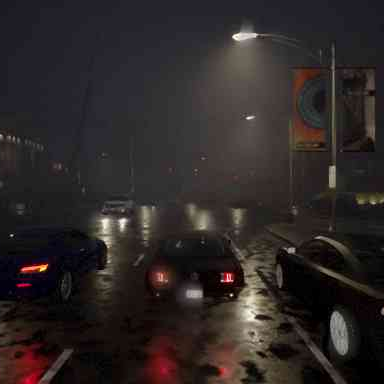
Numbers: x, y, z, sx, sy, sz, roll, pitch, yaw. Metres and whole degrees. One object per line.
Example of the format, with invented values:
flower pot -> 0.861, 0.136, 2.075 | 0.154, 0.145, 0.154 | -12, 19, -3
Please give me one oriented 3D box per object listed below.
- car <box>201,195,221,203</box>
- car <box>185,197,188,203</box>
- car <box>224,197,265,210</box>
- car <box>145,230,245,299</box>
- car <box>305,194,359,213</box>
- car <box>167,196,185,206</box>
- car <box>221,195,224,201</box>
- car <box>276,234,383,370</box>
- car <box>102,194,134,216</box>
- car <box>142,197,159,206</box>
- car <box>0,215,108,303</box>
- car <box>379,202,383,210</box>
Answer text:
car -> 3.604, 1.601, 65.797 | 1.895, 1.301, 4.718 | 0, 0, 25
car -> -2.607, 1.542, 69.451 | 2.033, 1.411, 5.357 | 0, 0, 26
car -> 6.868, 1.525, 42.060 | 4.674, 1.442, 1.812 | 0, 1, 27
car -> 0.069, 1.601, 8.375 | 1.895, 1.301, 4.718 | 0, 0, 1
car -> 15.331, 1.221, 36.599 | 5.566, 2.045, 2.150 | 0, 0, 0
car -> -2.932, 1.526, 55.918 | 1.812, 1.442, 4.674 | 0, 0, 7
car -> 6.203, 1.478, 81.693 | 1.882, 1.535, 5.008 | 0, 0, 43
car -> 2.904, 1.480, 5.910 | 2.097, 1.535, 5.008 | 0, 0, 0
car -> -7.079, 1.222, 32.476 | 2.150, 2.045, 5.566 | 0, 0, 1
car -> -6.639, 1.526, 54.032 | 1.812, 1.442, 4.674 | 0, 0, 5
car -> -3.434, 1.526, 8.052 | 1.812, 1.442, 4.674 | 0, 0, 0
car -> 25.255, 1.491, 40.149 | 4.902, 1.511, 2.128 | 0, 0, 0
